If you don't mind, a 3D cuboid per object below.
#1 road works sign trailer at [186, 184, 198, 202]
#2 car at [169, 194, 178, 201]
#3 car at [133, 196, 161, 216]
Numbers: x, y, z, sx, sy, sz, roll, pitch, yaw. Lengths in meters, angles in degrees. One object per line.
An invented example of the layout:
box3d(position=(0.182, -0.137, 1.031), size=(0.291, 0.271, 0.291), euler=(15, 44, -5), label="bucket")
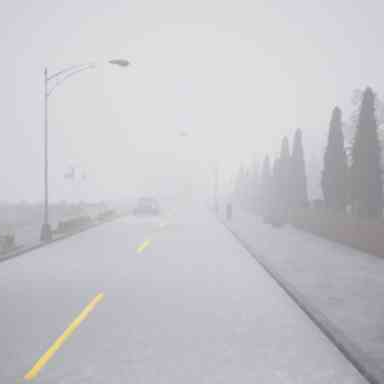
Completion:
box3d(position=(0.019, 0.148, 64.680), size=(2.380, 3.560, 2.880), euler=(0, 0, 0), label="road works sign trailer")
box3d(position=(-3.979, 1.163, 71.140), size=(2.128, 1.511, 4.902), euler=(0, 0, 0), label="car")
box3d(position=(-4.085, 1.202, 30.581), size=(2.097, 1.767, 4.553), euler=(0, 0, 0), label="car")
